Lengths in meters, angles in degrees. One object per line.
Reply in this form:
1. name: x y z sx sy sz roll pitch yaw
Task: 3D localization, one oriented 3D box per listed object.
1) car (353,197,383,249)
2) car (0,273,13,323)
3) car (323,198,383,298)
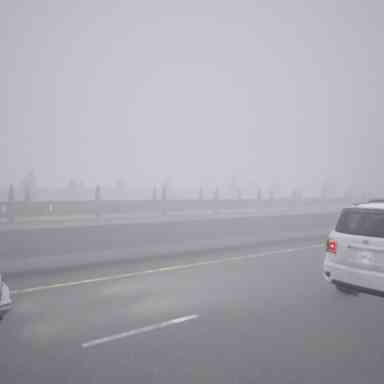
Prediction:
1. car: 9.842 1.276 15.051 5.566 2.045 2.150 0 0 -35
2. car: -5.086 1.595 4.419 4.718 1.301 1.895 0 0 -36
3. car: 5.275 1.250 7.524 5.566 2.045 2.150 0 0 -36
